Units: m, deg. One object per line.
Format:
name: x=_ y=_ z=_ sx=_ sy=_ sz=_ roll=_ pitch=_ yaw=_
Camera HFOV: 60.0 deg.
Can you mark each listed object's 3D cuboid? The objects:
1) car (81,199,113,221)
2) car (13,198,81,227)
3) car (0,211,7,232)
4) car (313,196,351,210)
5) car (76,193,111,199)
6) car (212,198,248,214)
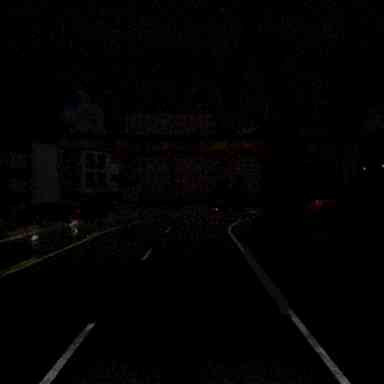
car: x=-8.528 y=1.494 z=26.877 sx=1.994 sy=1.385 sz=4.181 roll=0 pitch=0 yaw=19
car: x=-9.773 y=1.426 z=22.422 sx=1.882 sy=1.535 sz=5.008 roll=0 pitch=0 yaw=10
car: x=-10.300 y=1.555 z=14.452 sx=1.895 sy=1.301 sz=4.718 roll=0 pitch=0 yaw=2
car: x=17.630 y=1.290 z=41.796 sx=4.553 sy=1.767 sz=2.097 roll=0 pitch=0 yaw=-14
car: x=-10.127 y=1.129 z=32.550 sx=2.150 sy=2.045 sz=5.566 roll=0 pitch=1 yaw=26
car: x=3.985 y=1.437 z=34.367 sx=1.837 sy=1.490 sz=4.892 roll=0 pitch=0 yaw=41
